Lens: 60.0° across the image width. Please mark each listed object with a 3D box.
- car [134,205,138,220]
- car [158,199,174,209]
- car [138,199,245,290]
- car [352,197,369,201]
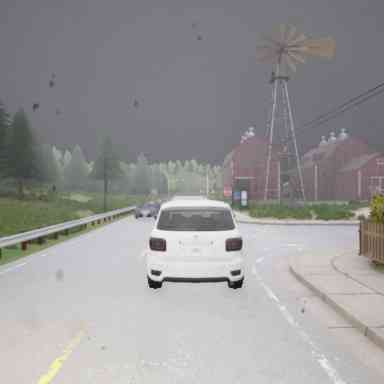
[{"bbox_3d":[-3.643,1.491,28.218,2.128,1.511,4.902,0,0,0],"label":"car"},{"bbox_3d":[-3.584,1.665,46.746,1.895,1.301,4.718,0,0,0],"label":"car"},{"bbox_3d":[0.084,1.222,9.251,2.150,2.045,5.566,0,0,0],"label":"car"},{"bbox_3d":[27.354,1.505,54.483,1.816,1.474,4.193,0,0,-1],"label":"car"}]
